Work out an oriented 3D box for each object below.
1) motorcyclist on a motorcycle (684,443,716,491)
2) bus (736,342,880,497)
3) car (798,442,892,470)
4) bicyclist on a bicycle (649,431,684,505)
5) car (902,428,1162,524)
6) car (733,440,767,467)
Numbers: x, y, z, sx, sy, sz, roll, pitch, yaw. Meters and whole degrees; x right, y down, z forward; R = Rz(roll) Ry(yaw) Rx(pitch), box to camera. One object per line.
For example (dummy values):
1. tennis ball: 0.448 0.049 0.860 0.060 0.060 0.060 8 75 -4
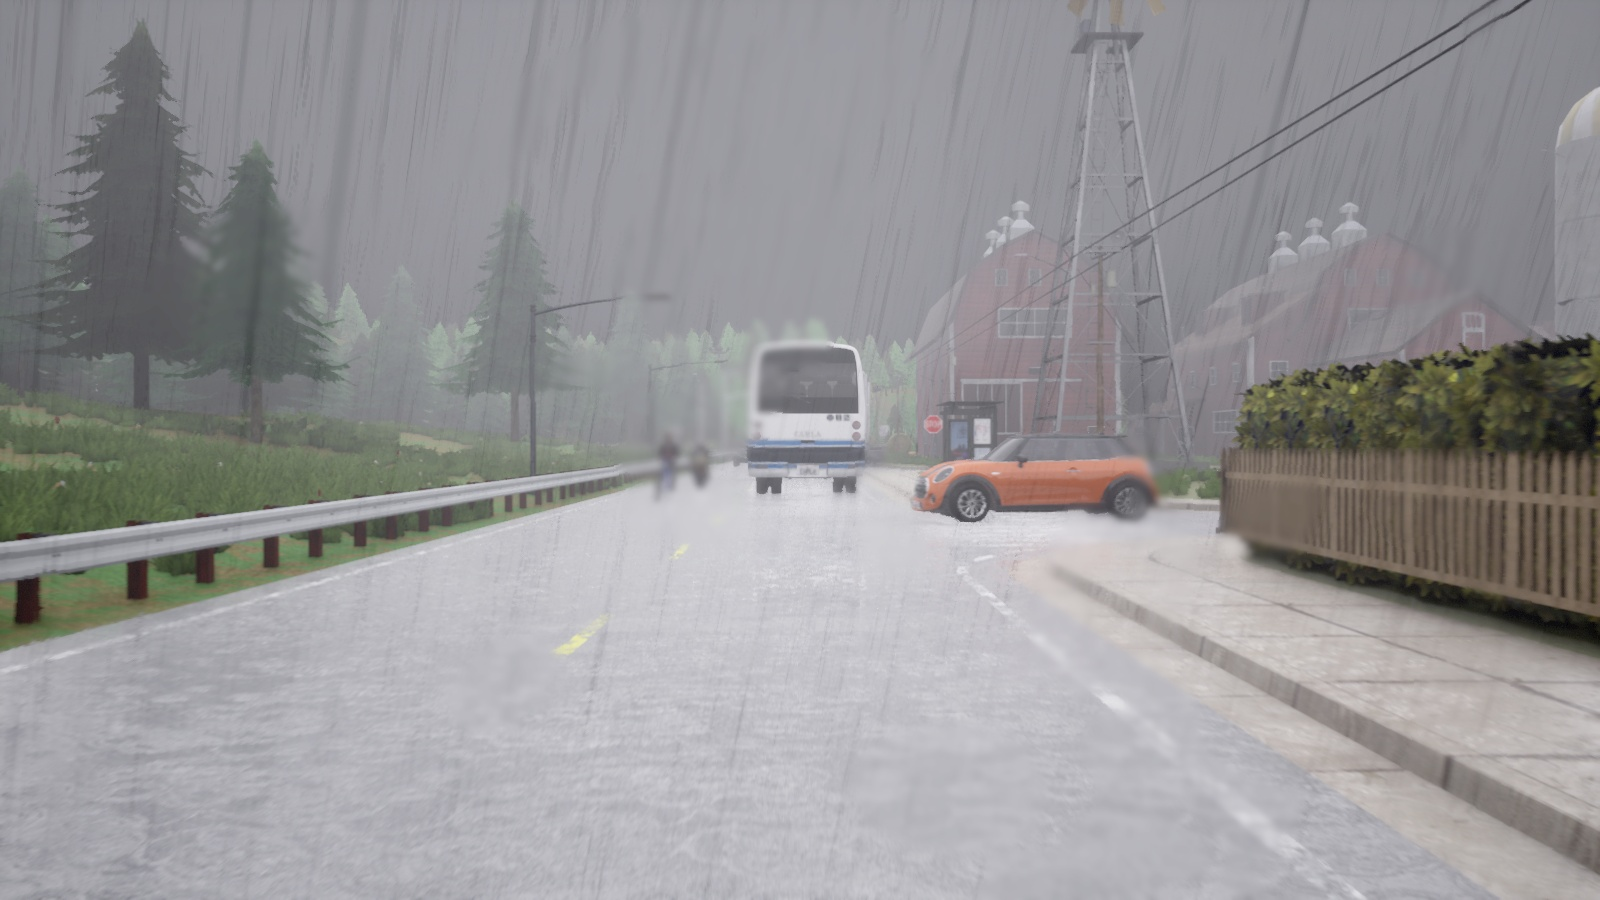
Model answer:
1. motorcyclist on a motorcycle: -3.251 0.547 41.138 0.866 1.530 2.191 0 0 0
2. bus: 0.241 -0.853 39.588 3.944 4.253 10.273 0 0 0
3. car: 2.477 0.311 69.869 4.902 1.511 2.128 0 1 37
4. bicyclist on a bicycle: -3.307 0.438 31.213 0.659 1.776 1.843 0 0 0
5. car: 4.383 0.471 24.229 4.553 1.767 2.097 0 0 -4
6. car: -3.047 0.208 77.092 1.851 1.617 3.988 0 0 0
